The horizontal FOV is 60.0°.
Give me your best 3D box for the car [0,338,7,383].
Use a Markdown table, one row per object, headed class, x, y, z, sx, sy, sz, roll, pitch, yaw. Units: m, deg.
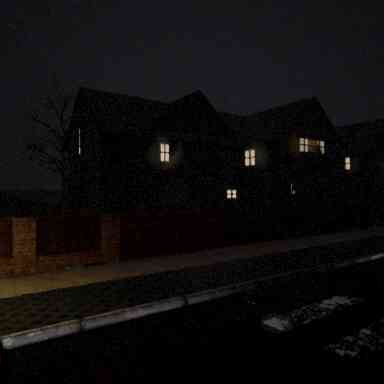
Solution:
| class | x | y | z | sx | sy | sz | roll | pitch | yaw |
| --- | --- | --- | --- | --- | --- | --- | --- | --- | --- |
| car | -3.829 | 1.527 | 1.833 | 4.892 | 1.490 | 1.837 | -1 | 0 | -34 |
